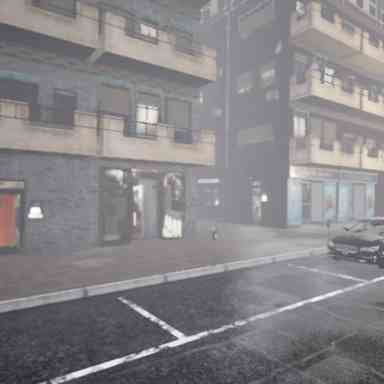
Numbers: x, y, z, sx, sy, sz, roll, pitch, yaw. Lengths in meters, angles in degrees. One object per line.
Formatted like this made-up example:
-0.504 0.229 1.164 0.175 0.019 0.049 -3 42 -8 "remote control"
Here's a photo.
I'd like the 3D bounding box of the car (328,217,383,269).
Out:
6.248 1.532 10.954 4.403 1.369 2.008 0 1 -35 "car"
